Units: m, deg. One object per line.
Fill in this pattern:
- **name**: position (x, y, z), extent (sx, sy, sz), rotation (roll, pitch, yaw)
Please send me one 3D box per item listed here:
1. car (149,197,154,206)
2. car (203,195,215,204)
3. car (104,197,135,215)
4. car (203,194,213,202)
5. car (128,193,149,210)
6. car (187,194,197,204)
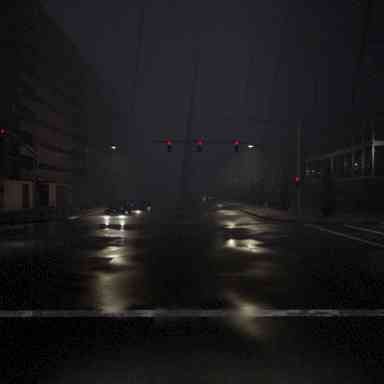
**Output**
- **car**: position (-7.340, 1.547, 54.552), extent (2.033, 1.411, 5.357), rotation (0, 0, 1)
- **car**: position (3.461, 1.491, 64.666), extent (2.128, 1.511, 4.902), rotation (0, 0, 1)
- **car**: position (-7.466, 1.526, 34.177), extent (1.812, 1.442, 4.674), rotation (0, 0, 0)
- **car**: position (3.465, 1.355, 74.531), extent (2.097, 1.767, 4.553), rotation (0, 0, 1)
- **car**: position (-7.452, 1.221, 44.088), extent (2.150, 2.045, 5.566), rotation (0, 0, 1)
- **car**: position (-0.038, 1.564, 64.574), extent (1.994, 1.385, 4.181), rotation (0, 0, 1)
